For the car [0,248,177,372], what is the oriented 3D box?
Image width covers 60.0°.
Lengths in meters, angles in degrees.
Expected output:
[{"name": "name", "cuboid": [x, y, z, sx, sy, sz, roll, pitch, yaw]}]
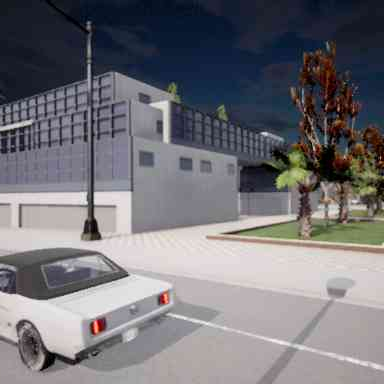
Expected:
[{"name": "car", "cuboid": [-2.655, 1.653, 5.707, 4.718, 1.301, 1.895, -1, -1, 34]}]
